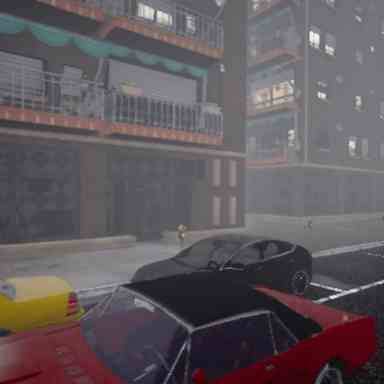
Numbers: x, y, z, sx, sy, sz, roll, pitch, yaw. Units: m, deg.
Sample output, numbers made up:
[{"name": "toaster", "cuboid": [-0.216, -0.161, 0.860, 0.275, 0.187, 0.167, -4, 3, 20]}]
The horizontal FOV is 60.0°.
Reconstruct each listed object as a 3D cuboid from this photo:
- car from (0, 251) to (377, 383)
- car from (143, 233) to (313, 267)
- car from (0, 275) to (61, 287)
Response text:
[{"name": "car", "cuboid": [-0.300, 1.614, 3.164, 4.718, 1.301, 1.895, 1, 0, -35]}, {"name": "car", "cuboid": [0.833, 1.609, 7.151, 4.313, 1.339, 1.947, 1, 0, -36]}, {"name": "car", "cuboid": [-3.801, 1.517, 3.845, 4.829, 1.417, 1.752, 1, 0, -35]}]
